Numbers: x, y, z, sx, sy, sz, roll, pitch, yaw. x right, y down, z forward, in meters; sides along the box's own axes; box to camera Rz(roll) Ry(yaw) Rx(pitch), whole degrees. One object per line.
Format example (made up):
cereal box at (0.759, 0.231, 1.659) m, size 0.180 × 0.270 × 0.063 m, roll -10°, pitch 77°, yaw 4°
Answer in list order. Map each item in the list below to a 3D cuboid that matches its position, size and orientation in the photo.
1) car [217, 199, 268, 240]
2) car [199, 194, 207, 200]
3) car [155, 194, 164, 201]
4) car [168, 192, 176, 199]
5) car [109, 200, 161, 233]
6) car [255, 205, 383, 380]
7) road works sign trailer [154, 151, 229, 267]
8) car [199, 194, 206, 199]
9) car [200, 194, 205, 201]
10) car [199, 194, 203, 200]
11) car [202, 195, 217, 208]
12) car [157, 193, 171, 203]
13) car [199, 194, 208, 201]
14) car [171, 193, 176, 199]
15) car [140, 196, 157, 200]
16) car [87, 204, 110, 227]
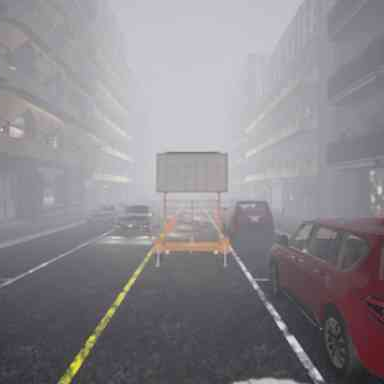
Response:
car at (2.681, 1.256, 16.621) m, size 2.192 × 1.841 × 5.009 m, roll -1°, pitch 0°, yaw 0°
car at (2.701, 1.260, 83.846) m, size 2.008 × 1.369 × 4.403 m, roll -1°, pitch 0°, yaw 0°
car at (-5.688, 1.374, 50.264) m, size 2.008 × 1.369 × 4.403 m, roll -1°, pitch 0°, yaw 0°
car at (-5.680, 0.986, 95.080) m, size 2.192 × 1.841 × 5.009 m, roll -1°, pitch 0°, yaw 0°
car at (-3.095, 1.436, 19.125) m, size 1.837 × 1.490 × 4.892 m, roll 0°, pitch 0°, yaw 0°
car at (2.678, 1.295, 5.417) m, size 2.192 × 1.841 × 5.009 m, roll -1°, pitch 0°, yaw 0°
road works sign trailer at (0.006, 0.424, 11.263) m, size 2.380 × 3.560 × 2.880 m, roll 0°, pitch 0°, yaw 1°
car at (2.702, 1.215, 89.618) m, size 1.752 × 1.417 × 4.829 m, roll -1°, pitch 0°, yaw 0°
car at (2.692, 1.389, 50.233) m, size 1.947 × 1.339 × 4.313 m, roll -1°, pitch 0°, yaw 0°
car at (2.692, 1.244, 55.835) m, size 1.967 × 1.590 × 4.097 m, roll -1°, pitch 0°, yaw 0°
car at (2.691, 1.368, 44.801) m, size 1.752 × 1.417 × 4.829 m, roll -1°, pitch 0°, yaw 0°
car at (-5.688, 1.099, 61.467) m, size 2.192 × 1.841 × 5.009 m, roll -1°, pitch 0°, yaw 0°
car at (2.700, 1.294, 78.243) m, size 1.947 × 1.339 × 4.313 m, roll -1°, pitch 0°, yaw 0°
car at (-5.678, 1.240, 89.478) m, size 2.008 × 1.369 × 4.403 m, roll -1°, pitch 0°, yaw 0°
car at (-5.690, 1.413, 39.061) m, size 2.008 × 1.369 × 4.403 m, roll -1°, pitch 0°, yaw 0°
car at (-5.694, 1.503, 22.254) m, size 1.802 × 1.307 × 4.206 m, roll -1°, pitch 0°, yaw 0°
